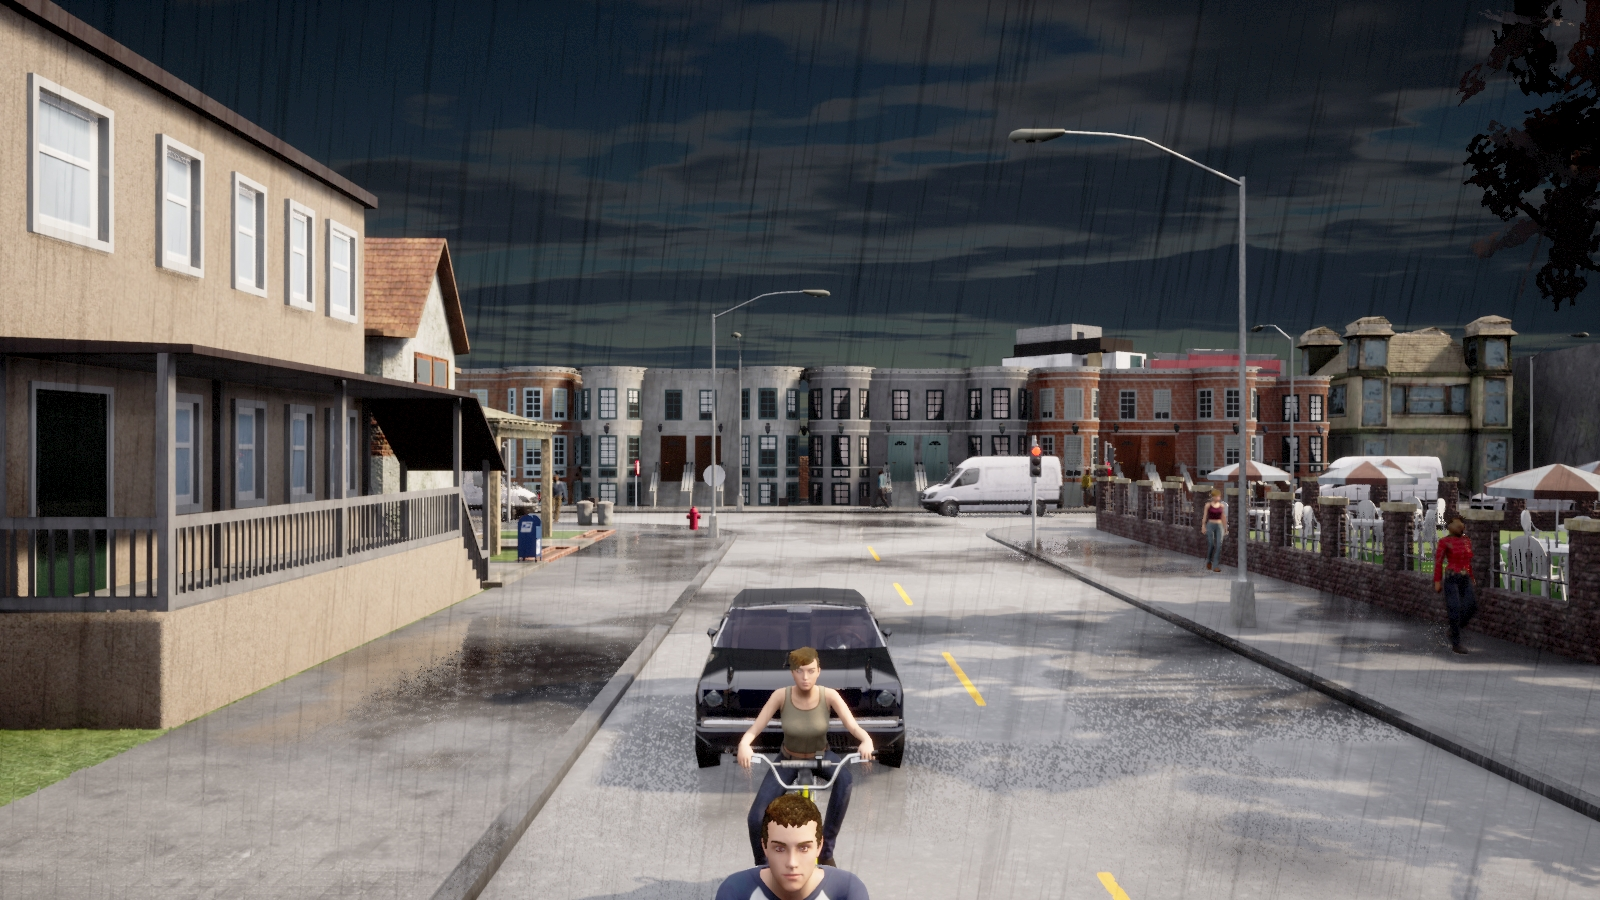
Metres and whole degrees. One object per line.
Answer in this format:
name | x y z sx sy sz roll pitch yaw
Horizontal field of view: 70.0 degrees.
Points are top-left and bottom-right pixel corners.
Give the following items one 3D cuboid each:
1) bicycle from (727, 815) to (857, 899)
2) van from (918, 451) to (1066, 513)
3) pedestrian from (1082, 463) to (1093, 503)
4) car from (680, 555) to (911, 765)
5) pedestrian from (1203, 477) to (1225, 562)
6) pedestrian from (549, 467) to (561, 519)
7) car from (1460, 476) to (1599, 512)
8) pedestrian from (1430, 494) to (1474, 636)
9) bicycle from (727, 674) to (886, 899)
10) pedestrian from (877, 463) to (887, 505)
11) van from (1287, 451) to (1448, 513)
bicycle | -0.022 1.938 3.212 0.373 1.296 1.643 0 0 0
van | 8.121 1.335 48.696 5.915 2.561 1.988 0 0 -4
pedestrian | 13.420 1.546 53.384 0.375 1.860 0.375 0 0 -19
car | -0.038 1.941 11.747 1.895 1.301 4.718 0 0 0
pedestrian | 9.177 1.536 25.331 0.375 1.860 0.375 0 0 2
pedestrian | -8.882 1.545 41.447 0.375 1.860 0.375 0 0 -7
car | 31.329 1.861 48.882 4.892 1.480 2.231 0 0 0
pedestrian | 8.758 1.530 15.350 0.375 1.860 0.375 0 0 -3
bicycle | 0.033 2.040 6.906 0.859 1.080 1.487 0 0 0
pedestrian | 3.741 1.546 51.955 0.375 1.860 0.375 0 0 15
van | 24.218 1.335 48.884 5.915 2.561 1.988 0 0 0
